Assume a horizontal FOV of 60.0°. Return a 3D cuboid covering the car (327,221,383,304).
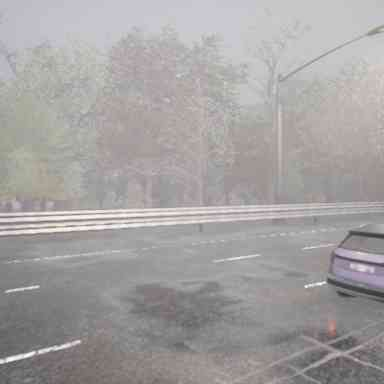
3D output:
[{"bbox_3d":[4.945,1.444,7.247,4.856,1.649,2.033,0,0,-33],"label":"car"}]
